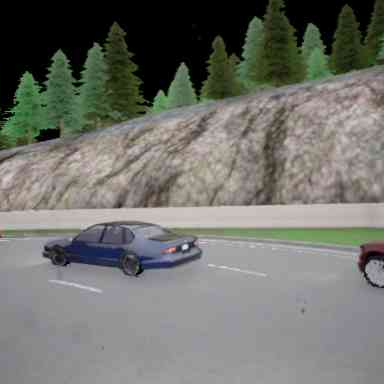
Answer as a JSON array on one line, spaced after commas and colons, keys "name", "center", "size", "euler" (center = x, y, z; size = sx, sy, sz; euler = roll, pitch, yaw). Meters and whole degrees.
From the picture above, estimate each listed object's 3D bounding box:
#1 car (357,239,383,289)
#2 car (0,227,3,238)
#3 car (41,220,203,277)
[{"name": "car", "center": [5.482, 1.282, 6.068], "size": [1.882, 1.535, 5.008], "euler": [-1, 0, -23]}, {"name": "car", "center": [-11.469, 1.715, 15.421], "size": [4.553, 1.767, 2.097], "euler": [-2, 0, -2]}, {"name": "car", "center": [-2.317, 1.609, 10.324], "size": [5.357, 1.411, 2.033], "euler": [-2, 0, 32]}]
